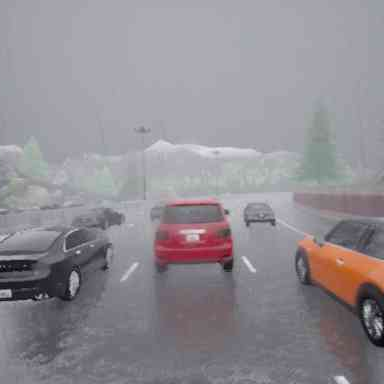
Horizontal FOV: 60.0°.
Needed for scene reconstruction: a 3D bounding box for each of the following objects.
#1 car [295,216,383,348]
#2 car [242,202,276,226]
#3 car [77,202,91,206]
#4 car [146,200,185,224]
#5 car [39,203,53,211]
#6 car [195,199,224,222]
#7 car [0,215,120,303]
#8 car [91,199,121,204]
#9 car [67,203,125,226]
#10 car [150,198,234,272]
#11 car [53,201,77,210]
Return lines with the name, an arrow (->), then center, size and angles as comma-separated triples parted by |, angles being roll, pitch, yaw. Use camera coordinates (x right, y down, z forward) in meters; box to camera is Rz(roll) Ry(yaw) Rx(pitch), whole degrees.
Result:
car -> 3.536, 1.229, 6.269 | 2.097, 1.767, 4.553 | -2, 0, 0
car -> 4.337, 1.392, 21.880 | 2.033, 1.411, 5.357 | -2, 0, 7
car -> -14.812, 2.028, 51.331 | 2.033, 1.411, 5.357 | -2, 0, 17
car -> -2.014, 1.549, 27.070 | 2.128, 1.511, 4.902 | -2, 0, 8
car -> -21.754, 2.315, 52.487 | 1.895, 1.301, 4.718 | -2, 0, 16
car -> 1.532, 1.442, 27.176 | 1.837, 1.490, 4.892 | -2, 0, 8
car -> -3.429, 1.617, 8.538 | 1.837, 1.490, 4.892 | -2, 0, 1
car -> -12.059, 1.866, 48.142 | 1.882, 1.535, 5.008 | -2, 0, 16
car -> -6.154, 1.746, 22.440 | 2.033, 1.411, 5.357 | -2, 0, 7
car -> 0.100, 1.215, 10.944 | 2.150, 2.045, 5.566 | -2, 0, 2
car -> -18.512, 2.131, 51.018 | 1.812, 1.442, 4.674 | -2, 0, 16
